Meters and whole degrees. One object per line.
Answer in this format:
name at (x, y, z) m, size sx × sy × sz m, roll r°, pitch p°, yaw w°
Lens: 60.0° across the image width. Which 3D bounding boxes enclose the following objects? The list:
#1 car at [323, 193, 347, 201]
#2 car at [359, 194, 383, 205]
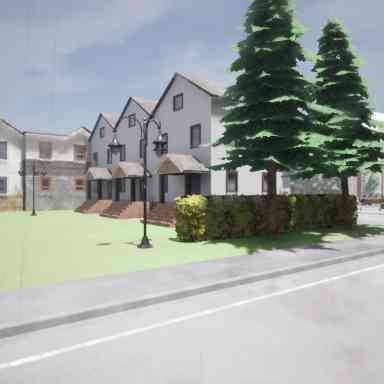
car at (32.140, 1.097, 74.727) m, size 1.932 × 1.855 × 4.605 m, roll 0°, pitch 0°, yaw -36°
car at (27.271, 1.097, 49.273) m, size 1.932 × 1.855 × 4.605 m, roll 0°, pitch 0°, yaw -36°
